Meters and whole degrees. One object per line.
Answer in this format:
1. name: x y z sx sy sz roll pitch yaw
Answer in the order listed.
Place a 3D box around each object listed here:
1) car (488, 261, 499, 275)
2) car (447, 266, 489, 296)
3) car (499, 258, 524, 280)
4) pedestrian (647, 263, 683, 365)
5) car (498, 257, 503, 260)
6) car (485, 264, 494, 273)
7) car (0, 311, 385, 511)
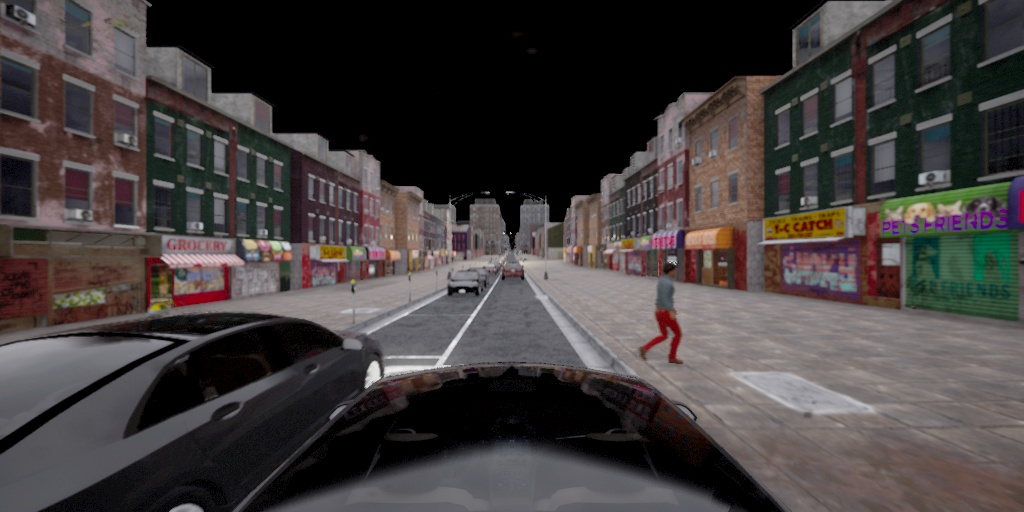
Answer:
1. car: -2.629 1.566 43.300 1.802 1.307 4.207 0 0 0
2. car: -2.634 1.511 21.133 1.948 1.339 4.313 0 0 0
3. car: 0.102 1.350 34.900 2.097 1.767 4.553 0 0 0
4. pedestrian: 2.671 0.939 6.248 0.375 1.860 0.375 1 0 0
5. car: -2.627 1.390 54.367 1.967 1.591 4.097 0 0 0
6. car: -2.633 1.545 26.676 1.948 1.339 4.313 0 0 0
7. car: -2.750 1.272 3.308 1.837 1.490 4.892 0 -1 0
